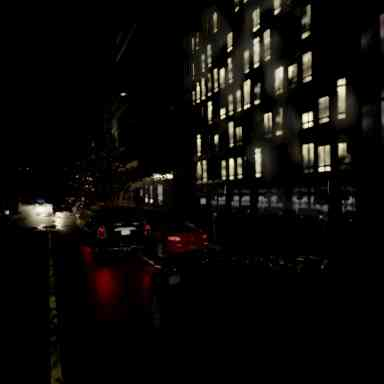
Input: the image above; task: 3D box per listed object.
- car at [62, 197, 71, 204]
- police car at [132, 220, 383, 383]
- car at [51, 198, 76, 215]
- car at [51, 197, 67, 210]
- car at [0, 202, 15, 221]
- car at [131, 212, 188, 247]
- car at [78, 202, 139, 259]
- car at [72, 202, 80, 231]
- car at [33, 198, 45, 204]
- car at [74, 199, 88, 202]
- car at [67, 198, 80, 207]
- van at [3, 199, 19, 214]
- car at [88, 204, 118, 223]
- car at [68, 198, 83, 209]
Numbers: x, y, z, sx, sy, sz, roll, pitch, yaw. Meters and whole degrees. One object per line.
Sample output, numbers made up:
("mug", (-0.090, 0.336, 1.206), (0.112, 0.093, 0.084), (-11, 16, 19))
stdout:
("car", (-30.373, 2.058, 80.415), (1.887, 1.381, 4.507), (-1, 0, -24))
("police car", (0.848, 1.418, 4.294), (1.930, 1.638, 5.238), (-1, 0, -24))
("car", (-15.146, 1.637, 38.788), (2.097, 1.767, 4.553), (-1, 0, -23))
("car", (-20.203, 1.716, 50.339), (2.097, 1.767, 4.553), (-1, 0, -24))
("car", (-17.588, 1.857, 30.104), (2.008, 1.369, 4.403), (-1, 0, -24))
("car", (-0.807, 1.616, 12.577), (1.802, 1.307, 4.206), (-1, 0, -24))
("car", (-3.135, 1.420, 13.306), (2.097, 1.767, 4.553), (-1, 0, -24))
("car", (-5.576, 1.570, 19.035), (1.801, 1.575, 5.366), (-1, 0, -24))
("car", (-35.599, 2.060, 78.159), (1.882, 1.535, 5.008), (-1, 0, -24))
("car", (-12.178, 1.794, 38.668), (2.008, 1.369, 4.403), (-1, 0, -24))
("car", (-21.277, 1.824, 59.541), (1.967, 1.590, 4.097), (-1, 0, -24))
("van", (-22.139, 1.724, 40.542), (1.690, 1.788, 3.998), (-1, 0, -24))
("car", (-7.630, 1.744, 28.232), (1.802, 1.307, 4.206), (-1, 0, -24))
("car", (-19.003, 1.790, 54.323), (1.967, 1.590, 4.097), (-1, 0, -24))
